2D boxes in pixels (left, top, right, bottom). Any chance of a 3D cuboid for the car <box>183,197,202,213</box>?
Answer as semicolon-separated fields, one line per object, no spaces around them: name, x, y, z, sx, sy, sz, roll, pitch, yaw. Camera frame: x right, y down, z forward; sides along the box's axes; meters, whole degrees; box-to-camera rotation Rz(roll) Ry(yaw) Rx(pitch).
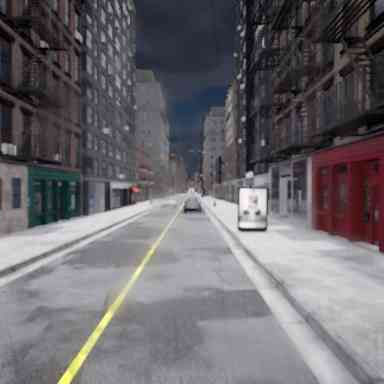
car;0.072;1.463;35.803;1.994;1.385;4.181;0;0;0

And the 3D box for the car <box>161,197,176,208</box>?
car;-3.079;1.397;44.582;1.812;1.442;4.674;0;0;0

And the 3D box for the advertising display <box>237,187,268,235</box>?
advertising display;3.146;0.978;17.308;1.540;2.440;0.280;0;1;0

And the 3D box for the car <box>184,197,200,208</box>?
car;0.008;1.414;46.432;2.033;1.411;5.357;0;0;0
